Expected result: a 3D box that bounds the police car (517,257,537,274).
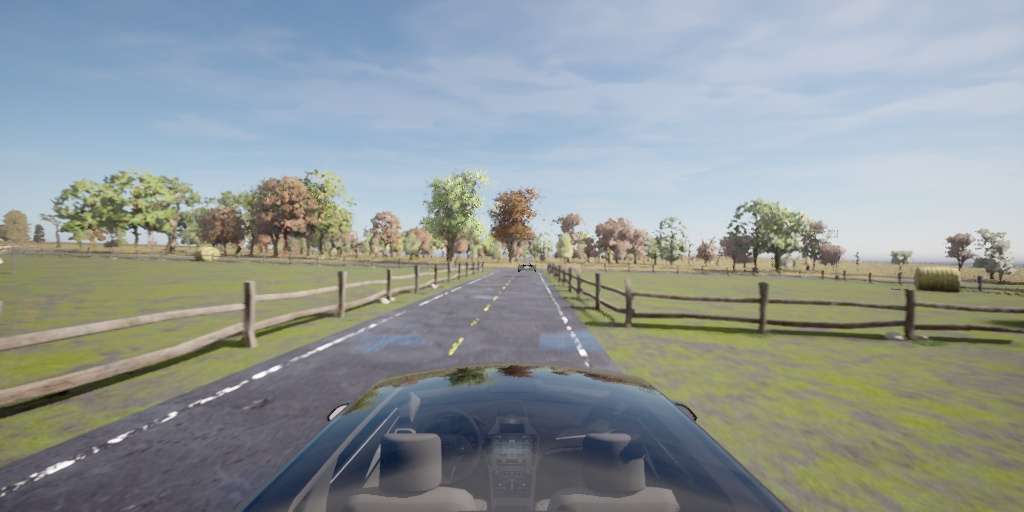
[{"bbox_3d":[1.547,0.934,35.901,2.038,1.542,4.974,1,0,3],"label":"police car"}]
